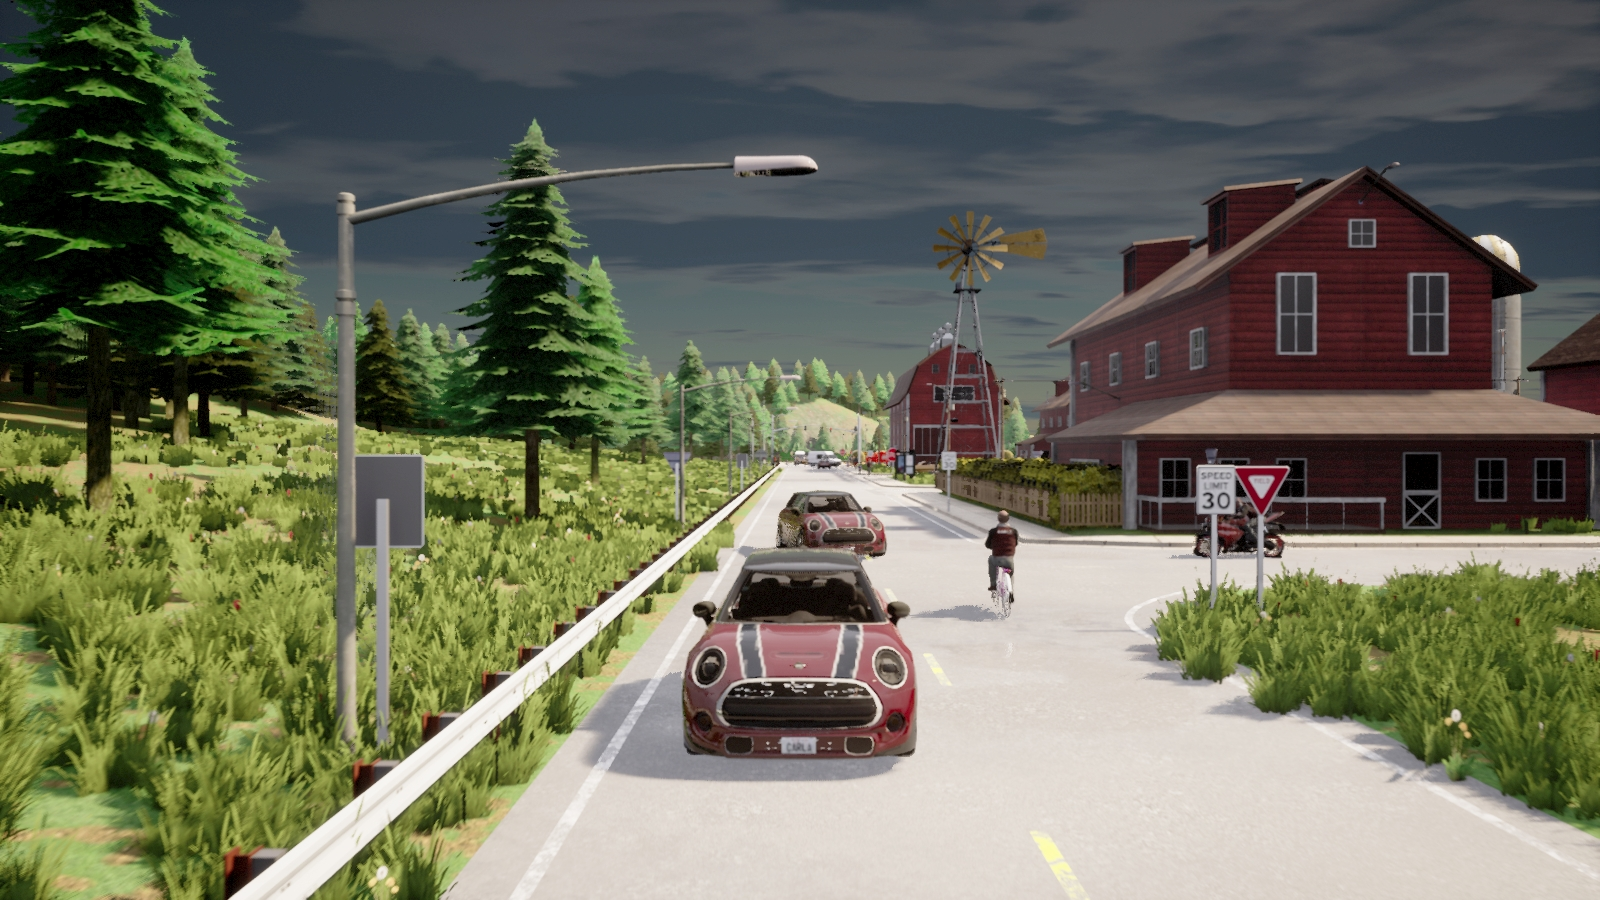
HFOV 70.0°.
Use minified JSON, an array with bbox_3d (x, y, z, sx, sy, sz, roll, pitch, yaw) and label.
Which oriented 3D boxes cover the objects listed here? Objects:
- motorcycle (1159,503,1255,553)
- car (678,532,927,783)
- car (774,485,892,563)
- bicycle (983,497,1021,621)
[{"bbox_3d":[10.766,2.062,30.277,2.209,1.251,0.867,0,0,0],"label":"motorcycle"},{"bbox_3d":[0.048,1.904,11.872,2.097,1.767,4.553,0,0,1],"label":"car"},{"bbox_3d":[0.780,1.880,30.400,2.097,1.767,4.553,0,0,-12],"label":"car"},{"bbox_3d":[3.462,1.824,19.655,0.329,1.919,1.835,0,1,0],"label":"bicycle"}]
